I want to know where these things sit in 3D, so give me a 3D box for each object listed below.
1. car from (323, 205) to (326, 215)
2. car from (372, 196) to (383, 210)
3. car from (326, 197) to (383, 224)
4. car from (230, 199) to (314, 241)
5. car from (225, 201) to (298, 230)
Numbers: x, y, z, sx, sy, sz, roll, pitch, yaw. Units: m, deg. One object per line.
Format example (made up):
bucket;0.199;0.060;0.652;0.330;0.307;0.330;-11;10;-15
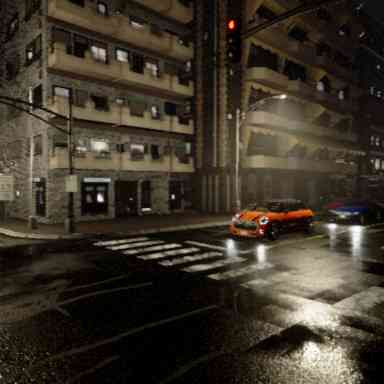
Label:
car;12.319;1.178;27.090;4.507;1.381;1.887;-1;1;-42
car;20.483;1.108;34.562;4.206;1.307;1.802;-1;1;-42
car;11.219;1.248;22.570;4.674;1.442;1.812;-1;2;-42
car;3.891;1.169;15.888;4.553;1.767;2.097;-1;2;-42
car;4.155;1.290;19.619;4.403;1.369;2.008;-1;1;-42
